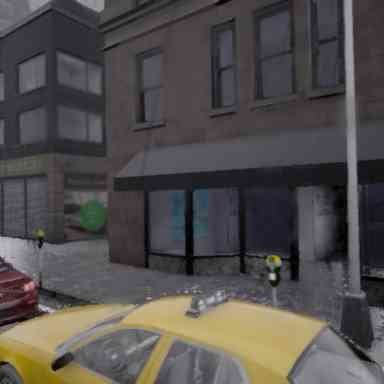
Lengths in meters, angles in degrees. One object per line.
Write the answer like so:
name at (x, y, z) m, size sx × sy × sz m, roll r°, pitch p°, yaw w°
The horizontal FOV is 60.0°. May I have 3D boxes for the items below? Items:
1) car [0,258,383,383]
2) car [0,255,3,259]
car at (-0.091, 1.535, 2.927) m, size 4.829 × 1.417 × 1.752 m, roll -1°, pitch -1°, yaw 35°
car at (-4.425, 1.633, 5.997) m, size 4.206 × 1.307 × 1.802 m, roll -1°, pitch -1°, yaw 35°
